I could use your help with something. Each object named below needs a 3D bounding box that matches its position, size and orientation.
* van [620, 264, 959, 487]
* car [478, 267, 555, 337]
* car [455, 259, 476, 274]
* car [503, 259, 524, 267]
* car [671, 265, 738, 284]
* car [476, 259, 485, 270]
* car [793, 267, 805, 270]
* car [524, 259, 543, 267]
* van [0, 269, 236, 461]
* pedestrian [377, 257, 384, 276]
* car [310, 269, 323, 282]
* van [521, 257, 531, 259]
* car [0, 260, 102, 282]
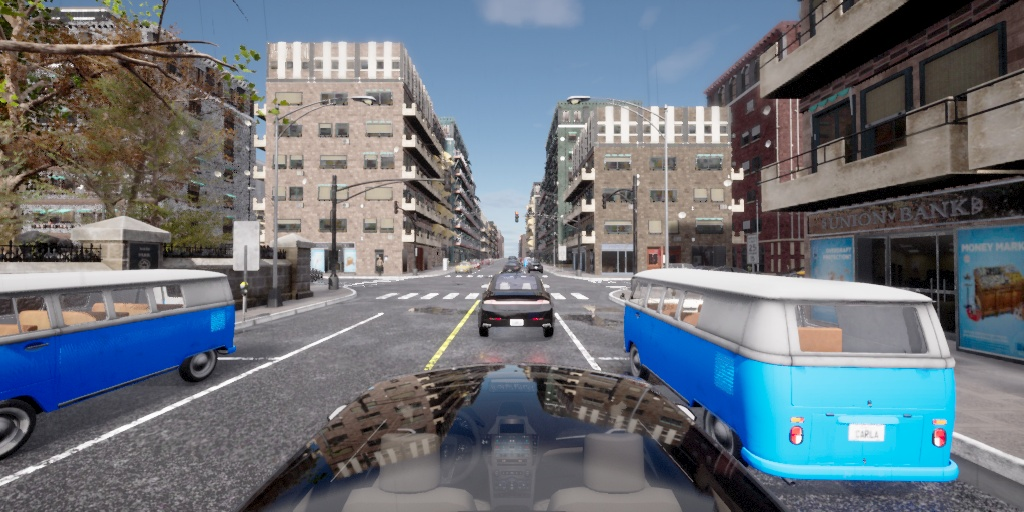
[{"bbox_3d":[2.661,1.092,4.549,1.690,1.789,3.998,0,0,0],"label":"van"},{"bbox_3d":[0.106,1.244,10.280,2.128,1.511,4.902,0,0,0],"label":"car"},{"bbox_3d":[-5.659,1.289,42.331,1.751,1.417,4.829,0,0,0],"label":"car"},{"bbox_3d":[0.005,1.288,37.449,1.812,1.442,4.674,0,0,5],"label":"car"},{"bbox_3d":[14.973,1.443,28.062,4.181,1.385,1.994,0,-1,1],"label":"car"},{"bbox_3d":[-5.652,1.208,53.786,1.967,1.591,4.097,0,0,0],"label":"car"},{"bbox_3d":[25.030,1.414,27.934,5.008,1.535,1.882,0,-1,1],"label":"car"},{"bbox_3d":[2.721,1.330,42.495,1.948,1.339,4.313,0,0,0],"label":"car"},{"bbox_3d":[-5.654,1.091,4.556,1.690,1.789,3.998,0,0,0],"label":"van"},{"bbox_3d":[-12.515,0.967,33.948,0.375,1.860,0.375,0,-1,1],"label":"pedestrian"},{"bbox_3d":[-15.916,1.155,25.249,4.892,1.490,1.837,0,-1,1],"label":"car"},{"bbox_3d":[2.734,1.112,59.422,1.690,1.789,3.998,0,0,0],"label":"van"},{"bbox_3d":[-32.623,1.066,25.464,4.892,1.490,1.837,0,-1,1],"label":"car"}]
